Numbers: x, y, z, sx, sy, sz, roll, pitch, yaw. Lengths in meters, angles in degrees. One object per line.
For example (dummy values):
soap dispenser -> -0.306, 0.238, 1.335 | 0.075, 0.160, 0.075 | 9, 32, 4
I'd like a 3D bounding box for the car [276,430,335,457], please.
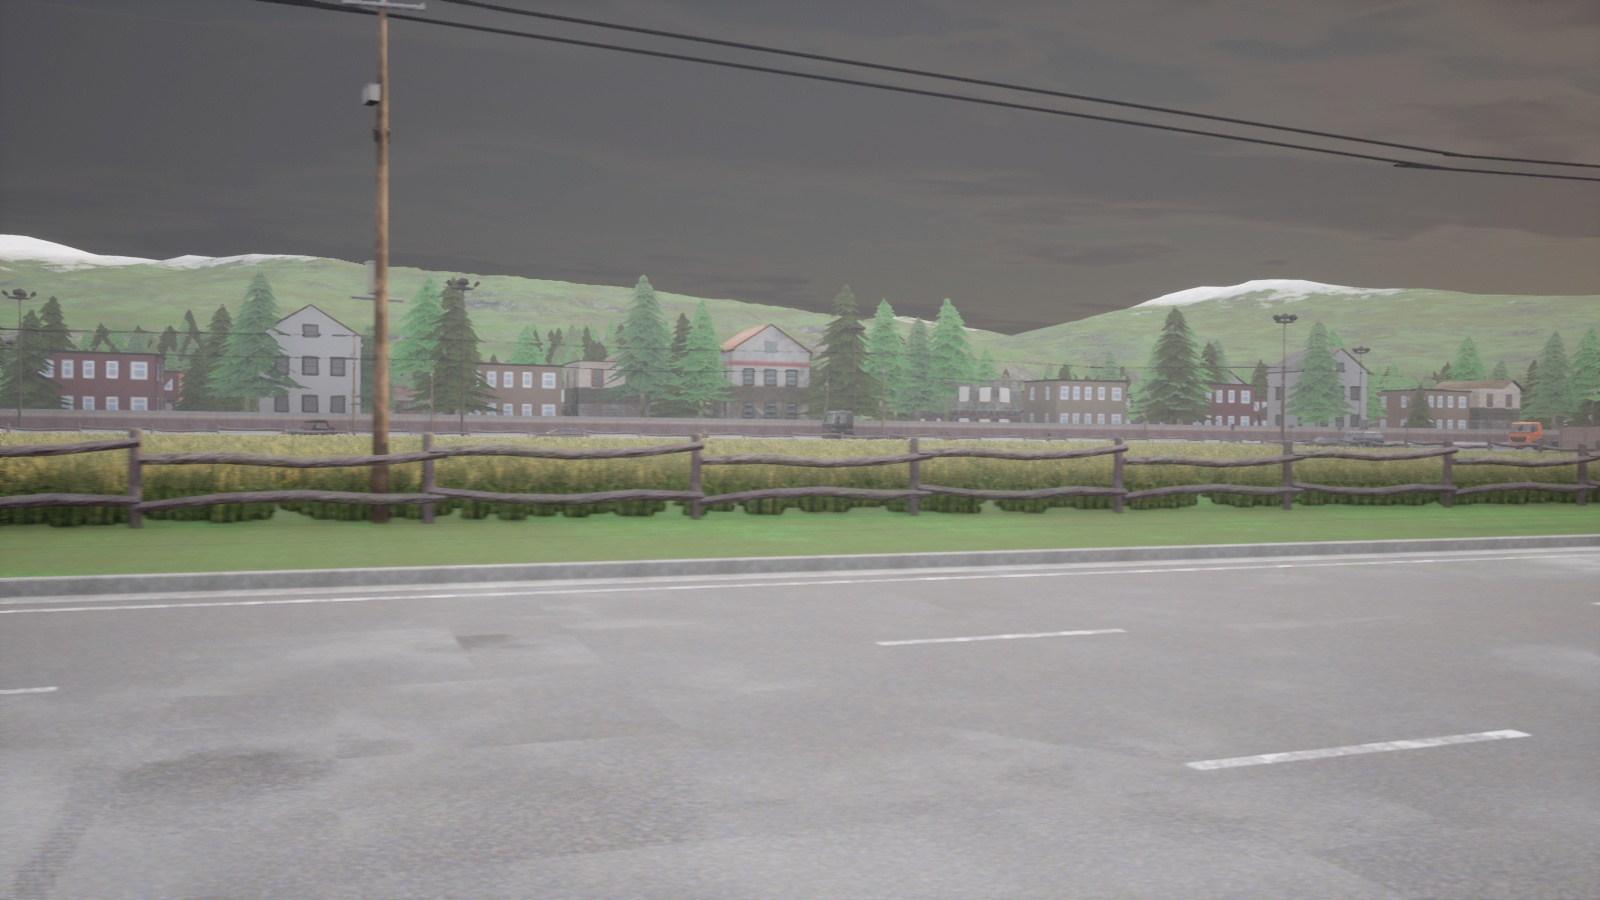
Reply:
car -> -35.209, -0.481, 89.440 | 3.866, 1.878, 1.905 | -1, 1, -21
